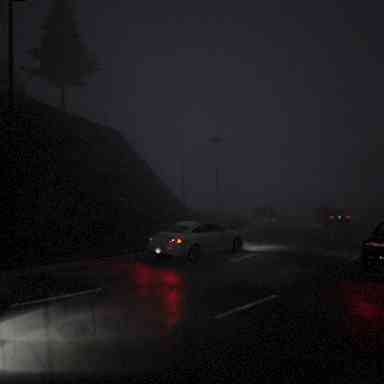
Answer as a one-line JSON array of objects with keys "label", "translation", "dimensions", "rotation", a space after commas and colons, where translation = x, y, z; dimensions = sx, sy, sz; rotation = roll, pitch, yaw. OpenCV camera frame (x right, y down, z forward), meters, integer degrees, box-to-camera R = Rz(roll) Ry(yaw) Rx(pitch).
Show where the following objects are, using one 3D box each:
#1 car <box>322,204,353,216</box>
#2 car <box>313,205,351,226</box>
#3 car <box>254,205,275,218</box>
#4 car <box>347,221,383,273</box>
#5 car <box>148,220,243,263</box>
[{"label": "car", "translation": [19.492, 2.364, 44.809], "dimensions": [1.812, 1.442, 4.674], "rotation": [-1, -1, -3]}, {"label": "car", "translation": [11.961, 2.096, 28.685], "dimensions": [2.033, 1.411, 5.357], "rotation": [-1, -1, 8]}, {"label": "car", "translation": [9.102, 2.428, 42.215], "dimensions": [2.128, 1.511, 4.902], "rotation": [-1, -1, -1]}, {"label": "car", "translation": [6.803, 1.663, 10.600], "dimensions": [2.128, 1.511, 4.902], "rotation": [-2, -2, 39]}, {"label": "car", "translation": [0.269, 1.876, 13.593], "dimensions": [1.812, 1.442, 4.674], "rotation": [-1, -1, 40]}]
